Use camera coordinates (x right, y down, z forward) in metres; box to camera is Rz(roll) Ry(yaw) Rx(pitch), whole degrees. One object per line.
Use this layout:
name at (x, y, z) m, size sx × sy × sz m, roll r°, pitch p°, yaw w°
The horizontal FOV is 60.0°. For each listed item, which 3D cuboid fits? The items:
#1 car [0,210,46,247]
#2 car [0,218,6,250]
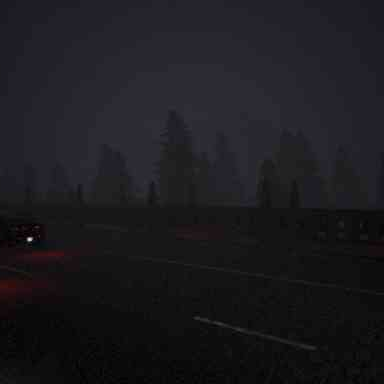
car at (-8.171, 1.553, 14.121) m, size 4.892 × 1.490 × 1.837 m, roll 0°, pitch 0°, yaw 36°
car at (-7.480, 1.514, 9.328) m, size 5.008 × 1.535 × 1.882 m, roll 0°, pitch 0°, yaw 36°
